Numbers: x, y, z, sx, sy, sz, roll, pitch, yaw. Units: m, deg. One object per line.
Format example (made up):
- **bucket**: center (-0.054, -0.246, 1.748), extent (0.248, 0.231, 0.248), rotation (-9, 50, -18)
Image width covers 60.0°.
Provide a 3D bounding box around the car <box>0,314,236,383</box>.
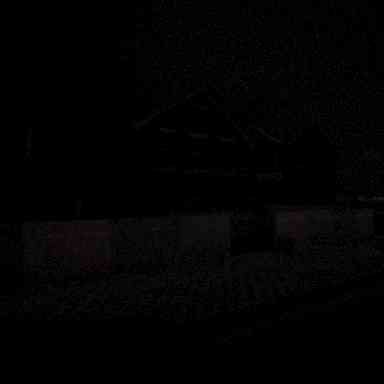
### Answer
- **car**: center (-2.106, 1.539, 1.566), extent (5.357, 1.411, 2.033), rotation (1, 0, -36)
